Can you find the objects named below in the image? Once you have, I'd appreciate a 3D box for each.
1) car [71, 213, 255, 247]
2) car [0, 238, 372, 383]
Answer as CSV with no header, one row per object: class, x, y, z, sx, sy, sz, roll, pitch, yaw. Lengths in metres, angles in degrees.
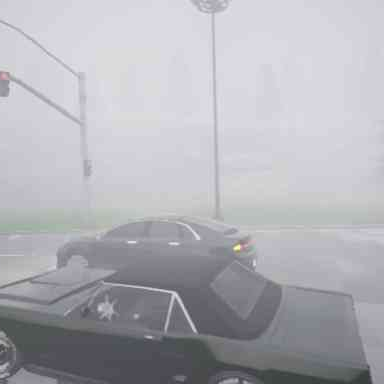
car,-0.946,1.283,7.962,4.892,1.490,1.837,0,0,20
car,-0.544,1.481,4.073,4.718,1.301,1.895,-1,2,21
